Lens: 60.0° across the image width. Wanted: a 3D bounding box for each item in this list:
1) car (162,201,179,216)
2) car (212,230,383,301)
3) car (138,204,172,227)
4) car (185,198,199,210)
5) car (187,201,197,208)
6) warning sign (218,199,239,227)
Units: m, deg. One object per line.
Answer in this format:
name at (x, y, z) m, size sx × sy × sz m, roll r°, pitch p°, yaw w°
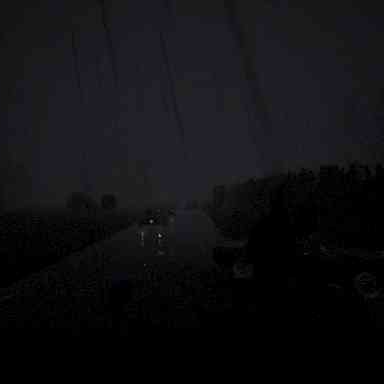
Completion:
car at (-2.875, 2.005, 38.530) m, size 1.837 × 1.490 × 4.892 m, roll 0°, pitch -1°, yaw 0°
car at (2.994, 1.724, 8.767) m, size 4.718 × 1.301 × 1.895 m, roll 0°, pitch -1°, yaw 34°
car at (-2.871, 1.898, 25.404) m, size 1.994 × 1.385 × 4.181 m, roll 0°, pitch -1°, yaw 0°
car at (-0.038, 2.042, 54.902) m, size 2.097 × 1.767 × 4.553 m, roll 0°, pitch -1°, yaw 0°
car at (-0.046, 2.403, 64.973) m, size 1.895 × 1.301 × 4.718 m, roll 0°, pitch -1°, yaw 0°
warning sign at (2.432, 1.413, 22.503) m, size 1.300 × 1.860 × 1.060 m, roll 0°, pitch -1°, yaw 0°
